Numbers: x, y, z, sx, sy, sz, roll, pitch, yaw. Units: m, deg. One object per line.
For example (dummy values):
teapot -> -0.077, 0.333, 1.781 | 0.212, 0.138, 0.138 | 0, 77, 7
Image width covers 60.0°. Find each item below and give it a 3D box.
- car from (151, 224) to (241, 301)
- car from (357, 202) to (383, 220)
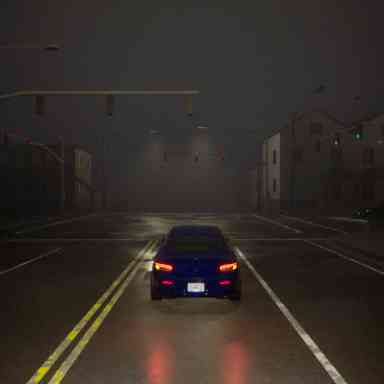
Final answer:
car -> 0.088, 1.529, 8.214 | 1.812, 1.442, 4.674 | 0, 0, 0
car -> 16.376, 1.535, 27.961 | 4.674, 1.442, 1.812 | 0, 0, -1
